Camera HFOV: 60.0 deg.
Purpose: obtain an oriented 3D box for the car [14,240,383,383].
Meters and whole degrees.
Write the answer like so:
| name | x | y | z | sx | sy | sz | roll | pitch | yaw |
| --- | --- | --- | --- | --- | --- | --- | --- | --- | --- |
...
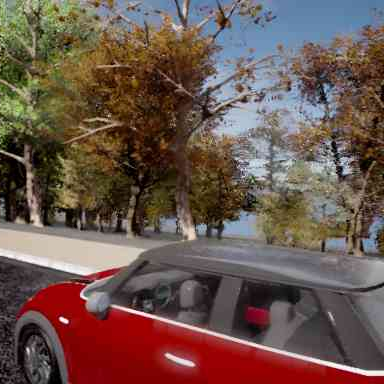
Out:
| name | x | y | z | sx | sy | sz | roll | pitch | yaw |
| --- | --- | --- | --- | --- | --- | --- | --- | --- | --- |
| car | 0.043 | 1.339 | 3.653 | 4.553 | 1.767 | 2.097 | 0 | 0 | 35 |
